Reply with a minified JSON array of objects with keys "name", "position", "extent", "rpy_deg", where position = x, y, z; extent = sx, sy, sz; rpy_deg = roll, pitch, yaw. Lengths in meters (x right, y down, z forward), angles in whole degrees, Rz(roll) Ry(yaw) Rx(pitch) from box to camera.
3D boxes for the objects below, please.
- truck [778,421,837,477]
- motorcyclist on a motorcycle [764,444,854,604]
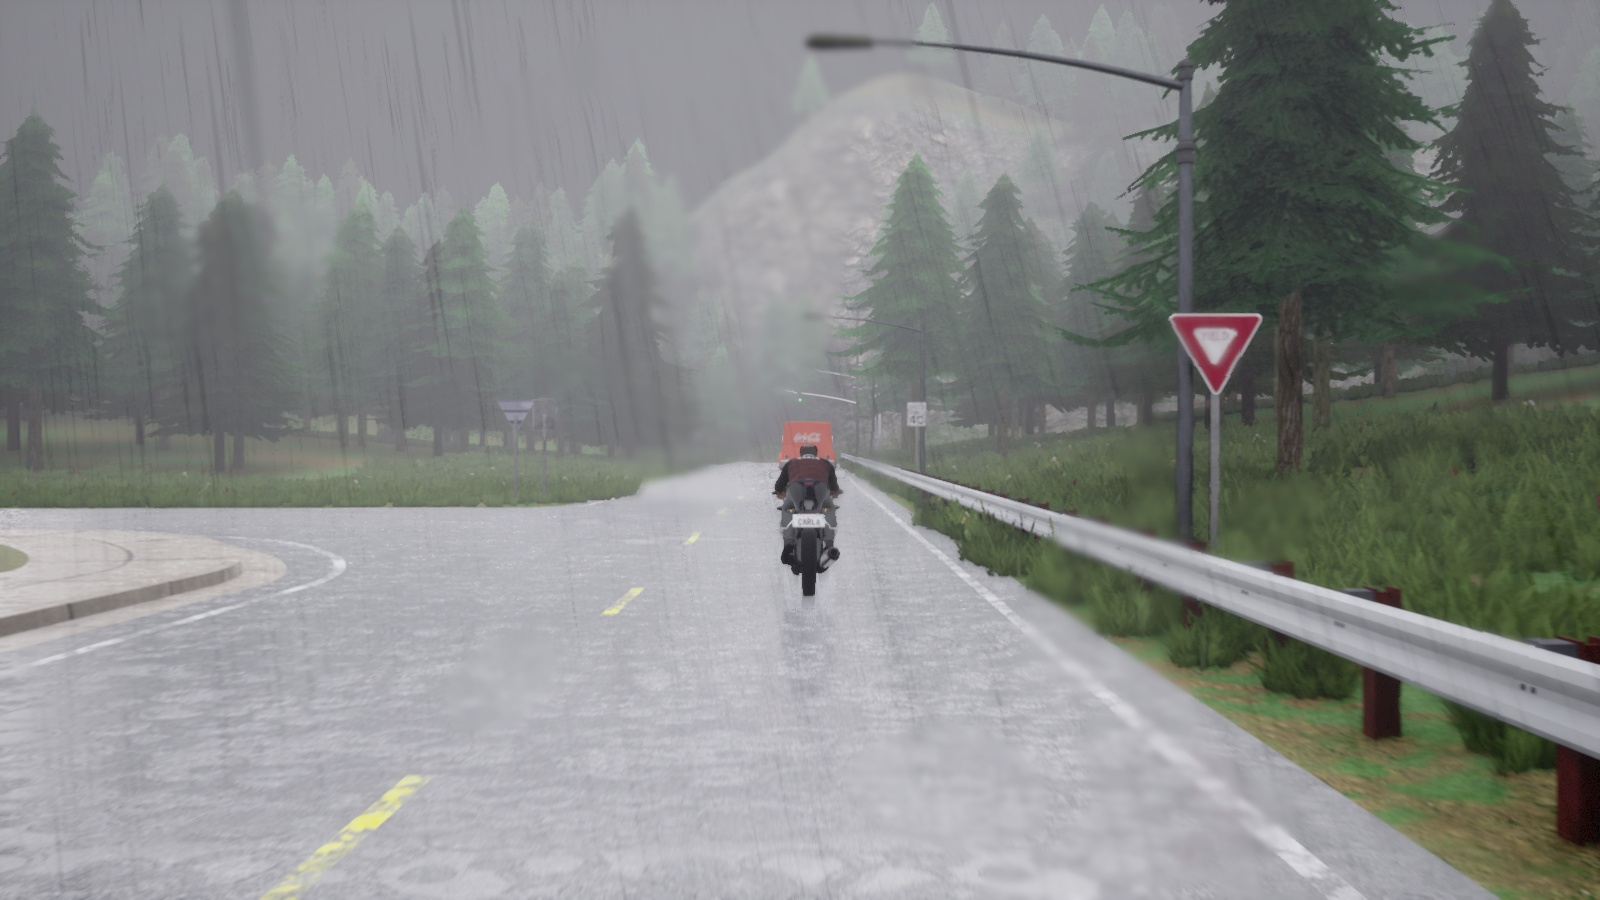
[{"name":"truck","position":[0.346,-0.067,58.055],"extent":[2.627,2.467,5.204],"rpy_deg":[0,0,0]},{"name":"motorcyclist on a motorcycle","position":[0.090,0.707,13.191],"extent":[0.866,1.530,2.191],"rpy_deg":[0,0,0]}]
